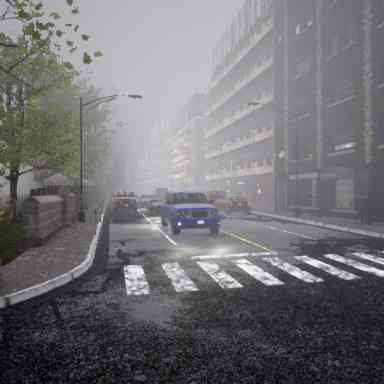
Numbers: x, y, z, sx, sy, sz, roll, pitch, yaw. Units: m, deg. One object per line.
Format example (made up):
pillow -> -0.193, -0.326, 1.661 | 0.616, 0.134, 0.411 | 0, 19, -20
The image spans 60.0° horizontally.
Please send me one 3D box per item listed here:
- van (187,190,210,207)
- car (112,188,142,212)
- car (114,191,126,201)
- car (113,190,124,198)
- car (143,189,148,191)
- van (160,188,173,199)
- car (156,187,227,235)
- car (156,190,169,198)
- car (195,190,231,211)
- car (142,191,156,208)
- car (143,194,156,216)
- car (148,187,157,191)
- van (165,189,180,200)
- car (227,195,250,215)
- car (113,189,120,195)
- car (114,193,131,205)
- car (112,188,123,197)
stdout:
van -> 0.660, 0.659, 38.192 | 1.690, 1.788, 3.998 | 1, 1, -14
car -> -6.188, 0.779, 30.857 | 2.192, 1.841, 5.009 | 1, 1, -14
car -> -11.339, 0.602, 52.168 | 1.752, 1.417, 4.829 | 1, 1, -14
car -> -13.973, 0.429, 63.070 | 2.008, 1.369, 4.403 | 1, 1, -14
car -> -7.165, 0.461, 59.470 | 1.812, 1.442, 4.674 | 0, 1, -14
van -> -4.527, 0.269, 59.665 | 1.690, 1.788, 3.998 | 1, 1, -14
car -> -0.261, 0.928, 17.278 | 2.150, 2.045, 5.566 | 0, 1, -14
car -> -5.866, 0.352, 65.201 | 1.752, 1.417, 4.829 | 1, 1, -14
car -> 1.957, 0.730, 32.823 | 2.192, 1.841, 5.009 | 1, 1, -14
car -> -4.851, 0.908, 36.308 | 2.033, 1.411, 5.357 | 0, 1, -14
car -> -2.508, 1.101, 26.590 | 1.994, 1.385, 4.181 | 0, 1, -14
car -> -4.733, 0.339, 49.417 | 2.150, 2.045, 5.566 | 0, 1, -13
van -> -3.230, 0.366, 54.298 | 1.690, 1.788, 3.998 | 1, 1, -14
car -> 3.252, 0.953, 27.457 | 1.967, 1.590, 4.097 | 1, 1, -14
car -> -20.457, -0.043, 89.911 | 1.947, 1.339, 4.313 | 1, 1, -14
car -> -8.786, 0.835, 41.598 | 1.947, 1.339, 4.313 | 1, 1, -14
car -> -16.562, -0.001, 73.803 | 2.192, 1.841, 5.009 | 1, 1, -14
